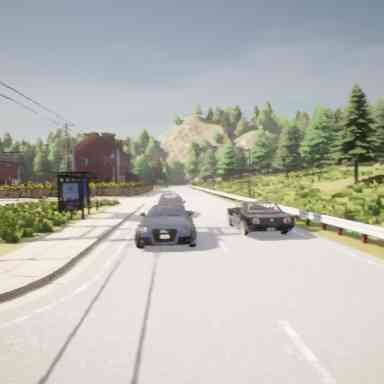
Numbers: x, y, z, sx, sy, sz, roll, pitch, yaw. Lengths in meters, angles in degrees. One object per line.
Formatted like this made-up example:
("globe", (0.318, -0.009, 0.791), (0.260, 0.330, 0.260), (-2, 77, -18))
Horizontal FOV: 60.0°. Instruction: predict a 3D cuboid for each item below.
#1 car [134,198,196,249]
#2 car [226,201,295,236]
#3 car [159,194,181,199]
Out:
("car", (-0.919, 1.157, 12.435), (1.994, 1.385, 4.181), (-1, 2, -2))
("car", (2.779, 1.050, 14.700), (1.895, 1.301, 4.718), (-1, 2, -5))
("car", (-1.443, 0.821, 22.388), (2.033, 1.411, 5.357), (-1, 2, -3))
